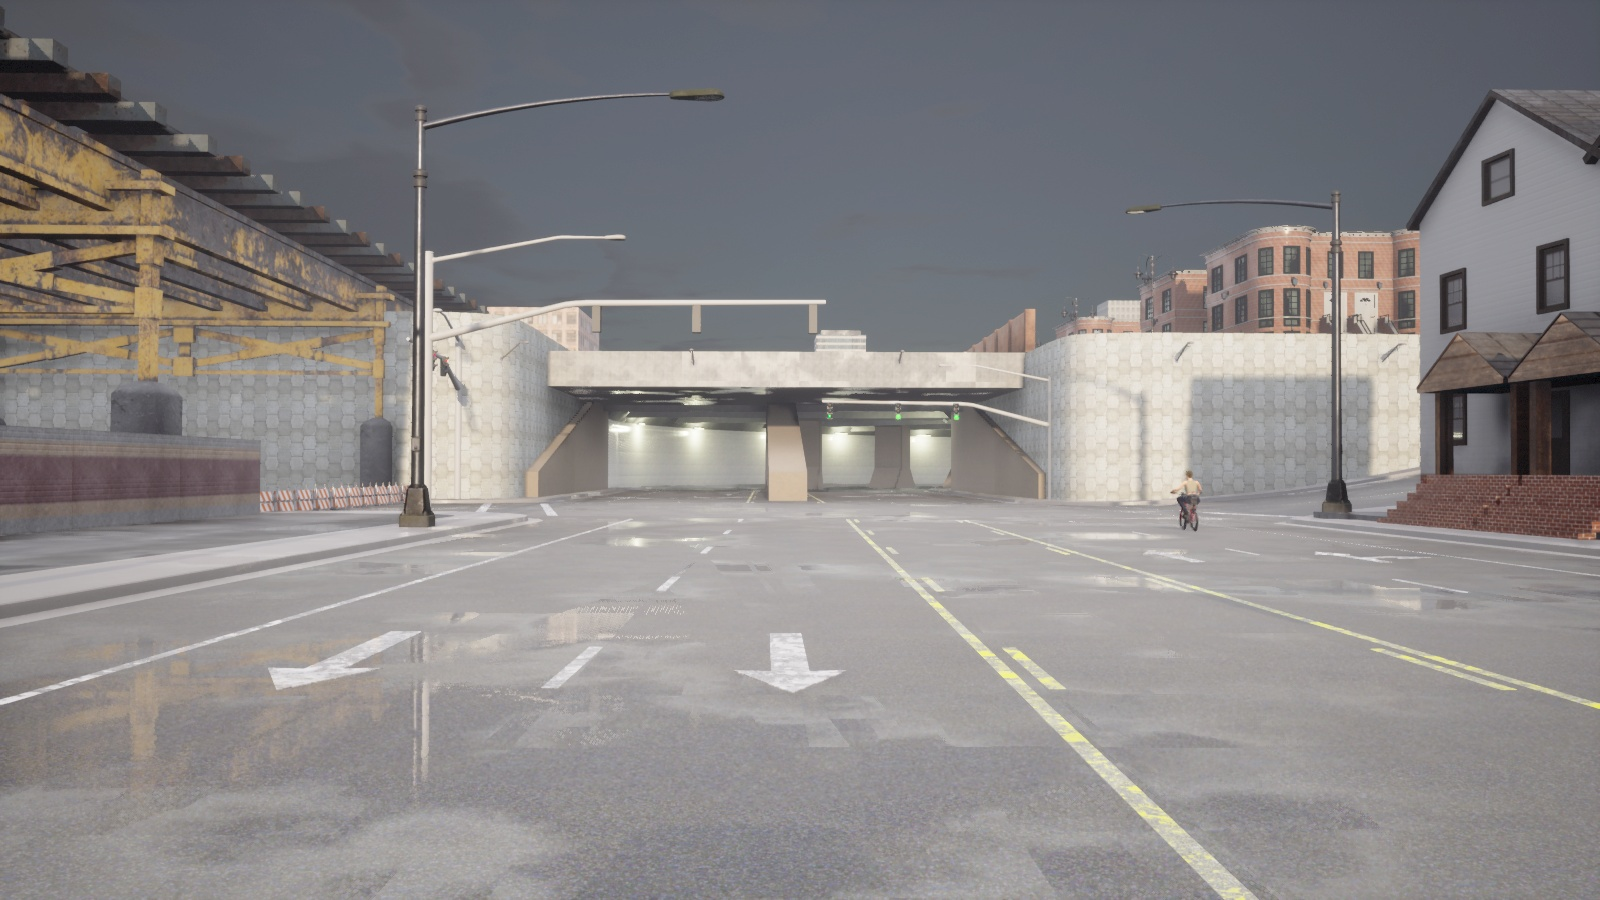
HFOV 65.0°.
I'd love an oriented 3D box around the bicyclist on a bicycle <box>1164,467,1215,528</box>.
[{"bbox_3d":[10.417,1.275,33.662,0.866,1.612,1.509,0,-2,-1],"label":"bicyclist on a bicycle"}]
